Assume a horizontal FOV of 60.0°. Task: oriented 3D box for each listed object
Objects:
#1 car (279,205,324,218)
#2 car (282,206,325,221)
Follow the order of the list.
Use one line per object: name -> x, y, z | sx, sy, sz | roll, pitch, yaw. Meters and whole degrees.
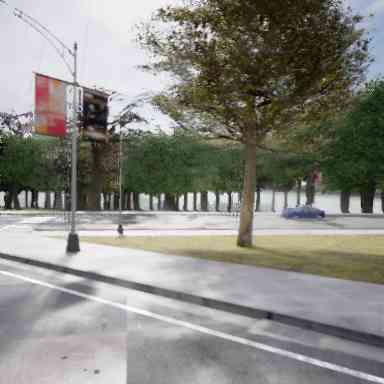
car -> 13.843, 2.472, 42.061 | 4.902, 1.511, 2.128 | 1, 1, -11
car -> 12.919, 2.471, 38.569 | 5.008, 1.535, 1.882 | 1, 1, -11
